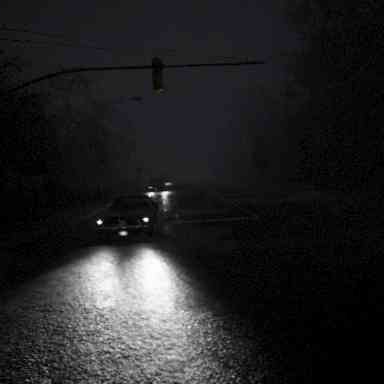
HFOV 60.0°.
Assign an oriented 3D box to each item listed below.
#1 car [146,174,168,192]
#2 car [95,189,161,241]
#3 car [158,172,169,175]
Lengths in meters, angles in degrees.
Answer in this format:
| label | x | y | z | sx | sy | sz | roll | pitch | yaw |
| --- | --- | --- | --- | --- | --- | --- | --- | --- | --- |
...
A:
| label | x | y | z | sx | sy | sz | roll | pitch | yaw |
| --- | --- | --- | --- | --- | --- | --- | --- | --- | --- |
| car | -3.886 | -0.787 | 36.906 | 1.837 | 1.490 | 4.892 | -3 | 6 | -4 |
| car | -2.310 | 0.841 | 12.603 | 1.895 | 1.301 | 4.718 | -3 | 4 | -4 |
| car | -5.540 | -2.760 | 62.191 | 2.150 | 2.045 | 5.566 | -3 | 4 | -3 |
